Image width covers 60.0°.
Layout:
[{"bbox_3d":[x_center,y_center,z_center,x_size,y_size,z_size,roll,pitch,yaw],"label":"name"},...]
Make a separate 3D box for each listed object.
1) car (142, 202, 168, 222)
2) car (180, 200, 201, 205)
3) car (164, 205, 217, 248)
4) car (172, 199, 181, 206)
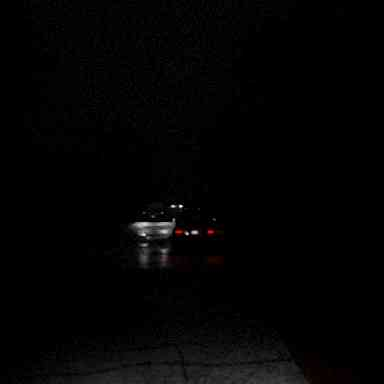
[{"bbox_3d":[-2.879,1.522,26.694,1.812,1.442,4.674,0,0,0],"label":"car"},{"bbox_3d":[0.051,1.624,33.286,1.895,1.301,4.718,0,0,0],"label":"car"},{"bbox_3d":[0.096,1.540,14.749,2.033,1.411,5.357,0,0,0],"label":"car"},{"bbox_3d":[-3.015,2.123,68.061,1.895,1.301,4.718,0,-1,0],"label":"car"}]
